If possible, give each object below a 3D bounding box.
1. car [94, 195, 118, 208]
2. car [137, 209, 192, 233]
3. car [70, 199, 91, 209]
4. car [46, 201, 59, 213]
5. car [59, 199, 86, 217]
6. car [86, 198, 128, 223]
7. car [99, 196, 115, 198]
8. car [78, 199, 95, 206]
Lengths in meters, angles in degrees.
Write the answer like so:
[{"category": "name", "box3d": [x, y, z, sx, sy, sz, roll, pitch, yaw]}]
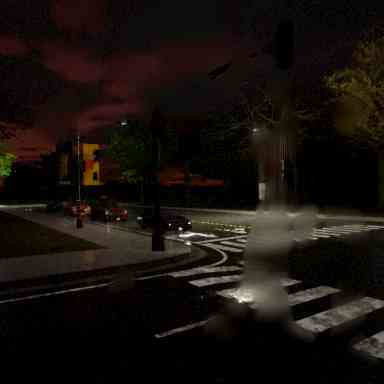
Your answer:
[{"category": "car", "box3d": [-15.055, 1.651, 57.922, 2.150, 2.045, 5.566, -1, 0, -35]}, {"category": "car", "box3d": [-1.993, 1.819, 22.056, 2.033, 1.411, 5.357, -1, 0, -29]}, {"category": "car", "box3d": [-19.674, 2.077, 58.688, 2.033, 1.411, 5.357, -1, 0, -35]}, {"category": "car", "box3d": [-18.865, 2.034, 46.126, 1.882, 1.535, 5.008, -1, 0, -35]}, {"category": "car", "box3d": [-13.105, 1.811, 37.824, 2.097, 1.767, 4.553, -1, 0, -35]}, {"category": "car", "box3d": [-7.493, 1.716, 29.806, 2.097, 1.767, 4.553, -1, 0, -35]}, {"category": "car", "box3d": [-13.810, 1.781, 50.379, 2.097, 1.767, 4.553, -1, 0, -35]}, {"category": "car", "box3d": [-21.175, 2.098, 66.666, 1.994, 1.385, 4.181, -1, 0, -35]}]
